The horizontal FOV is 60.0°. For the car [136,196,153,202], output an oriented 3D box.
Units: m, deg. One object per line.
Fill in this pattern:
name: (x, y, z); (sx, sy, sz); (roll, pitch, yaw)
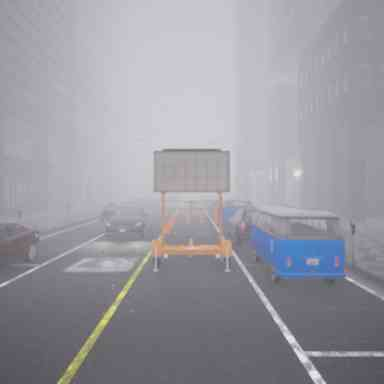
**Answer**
car: (-5.890, 1.385, 37.313); (2.008, 1.369, 4.403); (1, 0, 0)

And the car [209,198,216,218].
car: (2.648, 1.438, 26.079); (2.008, 1.369, 4.403); (1, 0, 0)

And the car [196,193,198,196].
car: (2.586, 1.133, 82.326); (1.887, 1.381, 4.507); (1, 0, 0)

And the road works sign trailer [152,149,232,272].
road works sign trailer: (-0.010, 0.420, 10.657); (2.380, 3.560, 2.880); (0, 0, 0)

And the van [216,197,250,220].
van: (2.657, 1.254, 20.454); (1.690, 1.788, 3.998); (1, 0, 0)

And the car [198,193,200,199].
car: (2.611, 1.262, 59.827); (1.887, 1.381, 4.507); (1, 0, 0)

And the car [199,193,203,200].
car: (2.617, 1.293, 54.202); (1.887, 1.381, 4.507); (1, 0, 0)

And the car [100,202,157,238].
car: (-3.117, 1.453, 17.197); (1.812, 1.442, 4.674); (0, 0, 0)

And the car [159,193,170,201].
car: (-5.926, 1.093, 71.060); (1.967, 1.590, 4.097); (1, 0, 0)

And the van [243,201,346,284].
van: (2.669, 1.303, 9.204); (1.690, 1.788, 3.998); (1, 0, 0)

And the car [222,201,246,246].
car: (2.662, 1.379, 14.829); (1.967, 1.590, 4.097); (1, 0, 0)

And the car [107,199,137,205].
car: (-5.877, 1.432, 26.065); (1.887, 1.381, 4.507); (1, 0, 0)

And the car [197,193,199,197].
car: (2.604, 1.252, 65.452); (1.947, 1.339, 4.313); (1, 0, 0)

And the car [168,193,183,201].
car: (-3.111, 0.934, 60.432); (2.150, 2.045, 5.566); (0, 0, 1)

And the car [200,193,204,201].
car: (2.623, 1.323, 48.577); (1.887, 1.381, 4.507); (1, 0, 0)

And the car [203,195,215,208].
car: (2.636, 1.385, 37.329); (2.008, 1.369, 4.403); (1, 0, 0)

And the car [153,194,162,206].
car: (-5.902, 1.303, 48.392); (1.752, 1.417, 4.829); (1, 0, 0)

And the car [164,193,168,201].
car: (-5.915, 1.299, 59.812); (1.802, 1.307, 4.206); (1, 0, 0)

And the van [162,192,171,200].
van: (-5.931, 0.961, 76.683); (1.690, 1.788, 3.998); (1, 0, 0)

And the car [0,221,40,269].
car: (-5.858, 1.506, 9.192); (1.887, 1.381, 4.507); (1, 0, 0)

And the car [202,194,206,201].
car: (2.630, 1.351, 42.953); (1.887, 1.381, 4.507); (1, 0, 0)
